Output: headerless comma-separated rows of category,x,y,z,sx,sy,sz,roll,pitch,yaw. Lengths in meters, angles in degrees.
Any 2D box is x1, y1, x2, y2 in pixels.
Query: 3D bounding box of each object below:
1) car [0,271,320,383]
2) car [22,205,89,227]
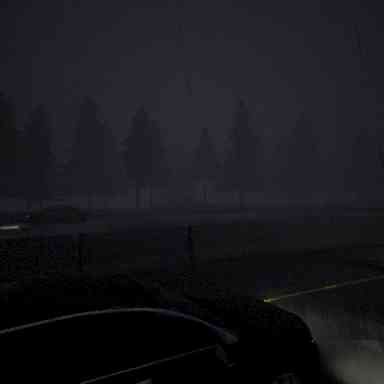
car,-0.897,1.505,2.891,4.892,1.490,1.837,0,0,-34
car,-9.221,1.562,22.581,4.181,1.385,1.994,0,0,-31
